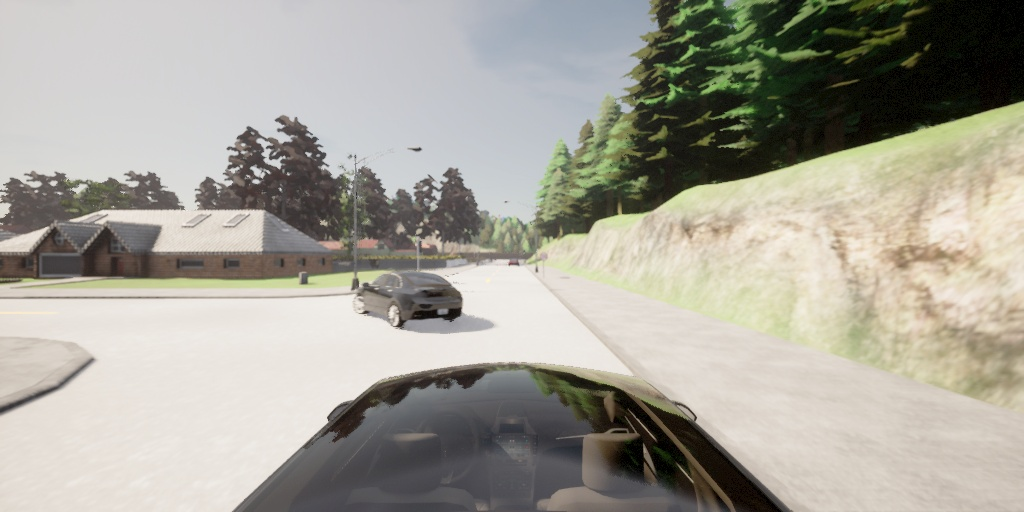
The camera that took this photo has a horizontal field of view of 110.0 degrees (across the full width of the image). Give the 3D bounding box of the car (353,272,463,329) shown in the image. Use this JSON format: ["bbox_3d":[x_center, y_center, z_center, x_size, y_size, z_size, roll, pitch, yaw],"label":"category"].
[{"bbox_3d":[-3.429,1.233,11.403,1.837,1.490,4.892,3,-2,-41],"label":"car"}]
